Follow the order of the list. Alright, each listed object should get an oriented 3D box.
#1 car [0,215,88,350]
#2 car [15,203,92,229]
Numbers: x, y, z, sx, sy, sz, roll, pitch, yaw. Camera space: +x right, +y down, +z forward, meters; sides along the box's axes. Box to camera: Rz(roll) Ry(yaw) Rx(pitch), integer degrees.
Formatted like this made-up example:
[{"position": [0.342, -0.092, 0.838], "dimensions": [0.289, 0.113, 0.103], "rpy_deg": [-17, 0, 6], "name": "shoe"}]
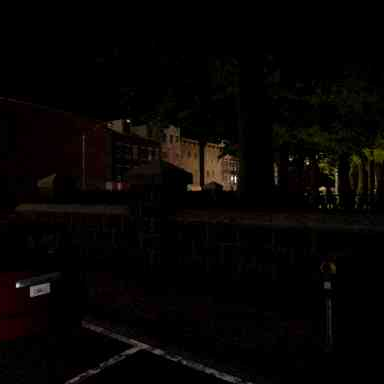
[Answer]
[{"position": [-3.860, 1.318, 5.588], "dimensions": [5.009, 1.841, 2.192], "rpy_deg": [0, -1, 36], "name": "car"}, {"position": [-9.395, 1.583, 22.935], "dimensions": [1.812, 1.442, 4.674], "rpy_deg": [-1, -1, 35], "name": "car"}]
